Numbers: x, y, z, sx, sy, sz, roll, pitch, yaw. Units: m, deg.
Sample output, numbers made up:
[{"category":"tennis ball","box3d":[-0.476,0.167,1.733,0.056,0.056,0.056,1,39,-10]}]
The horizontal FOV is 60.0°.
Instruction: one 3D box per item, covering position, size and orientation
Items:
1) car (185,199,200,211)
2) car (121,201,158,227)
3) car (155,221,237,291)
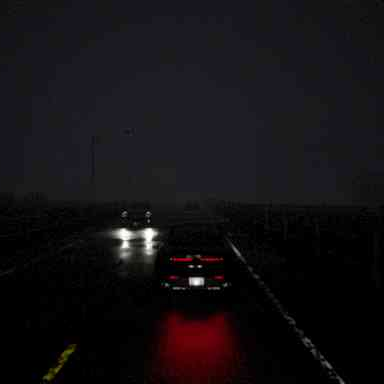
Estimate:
[{"category":"car","box3d":[0.049,1.702,45.128,2.128,1.511,4.902,0,0,0]},{"category":"car","box3d":[-3.625,1.461,23.560,2.097,1.767,4.553,0,0,0]},{"category":"car","box3d":[0.089,1.548,9.127,1.837,1.490,4.892,0,0,0]}]
